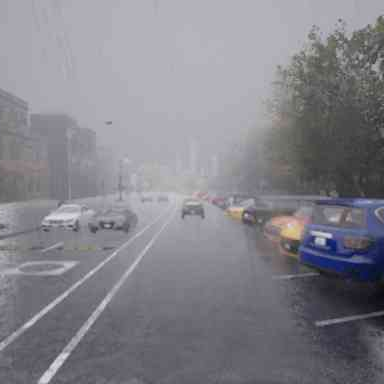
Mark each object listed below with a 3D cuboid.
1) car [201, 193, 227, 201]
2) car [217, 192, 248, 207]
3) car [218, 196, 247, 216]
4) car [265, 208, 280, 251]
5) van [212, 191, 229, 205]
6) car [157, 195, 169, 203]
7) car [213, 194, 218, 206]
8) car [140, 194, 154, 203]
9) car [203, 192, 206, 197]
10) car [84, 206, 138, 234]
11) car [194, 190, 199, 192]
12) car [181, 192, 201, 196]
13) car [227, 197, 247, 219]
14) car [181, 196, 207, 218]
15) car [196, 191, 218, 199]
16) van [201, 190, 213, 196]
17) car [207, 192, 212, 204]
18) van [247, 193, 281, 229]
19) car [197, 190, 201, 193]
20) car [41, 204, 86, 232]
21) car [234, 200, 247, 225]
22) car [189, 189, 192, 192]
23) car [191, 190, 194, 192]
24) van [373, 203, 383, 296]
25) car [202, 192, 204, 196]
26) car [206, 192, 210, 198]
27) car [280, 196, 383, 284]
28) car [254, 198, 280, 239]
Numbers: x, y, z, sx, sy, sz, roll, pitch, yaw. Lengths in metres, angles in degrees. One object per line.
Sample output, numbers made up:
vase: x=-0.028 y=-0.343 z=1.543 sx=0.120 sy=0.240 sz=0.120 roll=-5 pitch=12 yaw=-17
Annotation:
car: x=4.231 y=0.988 z=64.559 sx=4.674 sy=1.452 sz=2.002 roll=0 pitch=1 yaw=-23
car: x=5.232 y=1.182 z=31.928 sx=4.553 sy=1.767 sz=2.185 roll=1 pitch=0 yaw=-21
car: x=5.121 y=1.352 z=25.929 sx=5.366 sy=1.575 sz=1.946 roll=1 pitch=1 yaw=-20
car: x=5.304 y=1.444 z=11.171 sx=5.008 sy=1.535 sz=2.097 roll=1 pitch=1 yaw=-20
van: x=5.231 y=0.999 z=40.897 sx=4.442 sy=1.987 sz=1.878 roll=1 pitch=0 yaw=-21
car: x=-4.920 y=1.165 z=56.345 sx=1.895 sy=1.301 sz=4.718 roll=0 pitch=1 yaw=-2
car: x=5.180 y=1.294 z=37.880 sx=4.674 sy=1.452 sz=2.002 roll=1 pitch=1 yaw=-21
car: x=-7.767 y=1.078 z=57.523 sx=1.812 sy=1.442 sz=4.674 roll=0 pitch=1 yaw=-2
car: x=4.747 y=1.130 z=52.706 sx=4.674 sy=1.452 sz=2.002 roll=0 pitch=1 yaw=-22
car: x=-4.235 y=1.483 z=18.591 sx=1.994 sy=1.385 sz=4.181 roll=0 pitch=0 yaw=0
car: x=3.916 y=0.631 z=70.503 sx=5.566 sy=2.045 sz=2.435 roll=1 pitch=0 yaw=-24
car: x=-0.216 y=1.183 z=44.048 sx=1.882 sy=1.535 sz=5.008 roll=0 pitch=0 yaw=-1
car: x=5.473 y=1.376 z=23.088 sx=5.366 sy=1.575 sz=1.946 roll=1 pitch=0 yaw=-20
car: x=0.064 y=1.380 z=27.992 sx=1.812 sy=1.442 sz=4.674 roll=0 pitch=1 yaw=0
car: x=3.468 y=0.694 z=76.409 sx=4.553 sy=1.767 sz=2.185 roll=0 pitch=0 yaw=-24
van: x=4.420 y=0.791 z=58.574 sx=4.442 sy=1.987 sz=1.878 roll=0 pitch=1 yaw=-23
car: x=5.045 y=1.193 z=43.823 sx=5.008 sy=1.535 sz=2.097 roll=1 pitch=0 yaw=-22
van: x=5.404 y=1.189 z=17.143 sx=4.442 sy=1.987 sz=1.878 roll=1 pitch=0 yaw=-20
car: x=4.211 y=0.978 z=61.518 sx=5.366 sy=1.575 sz=1.946 roll=0 pitch=1 yaw=-23
car: x=-7.031 y=1.440 z=19.465 sx=1.812 sy=1.442 sz=4.674 roll=0 pitch=0 yaw=0
car: x=5.322 y=1.426 z=20.073 sx=4.792 sy=1.488 sz=2.163 roll=1 pitch=0 yaw=-20
car: x=2.570 y=0.706 z=88.268 sx=5.008 sy=1.535 sz=2.097 roll=0 pitch=0 yaw=-25
car: x=2.796 y=0.762 z=85.294 sx=4.792 sy=1.488 sz=2.163 roll=0 pitch=1 yaw=-25
van: x=5.405 y=1.244 z=5.299 sx=4.442 sy=1.987 sz=1.878 roll=1 pitch=0 yaw=-20
car: x=4.650 y=1.094 z=55.659 sx=4.674 sy=1.452 sz=2.002 roll=0 pitch=0 yaw=-23
car: x=5.144 y=1.159 z=46.860 sx=5.366 sy=1.575 sz=1.946 roll=1 pitch=0 yaw=-22
car: x=5.328 y=1.206 z=8.225 sx=5.566 sy=2.045 sz=2.435 roll=1 pitch=0 yaw=-20
car: x=5.326 y=1.305 z=14.145 sx=4.553 sy=1.767 sz=2.185 roll=1 pitch=1 yaw=-20
